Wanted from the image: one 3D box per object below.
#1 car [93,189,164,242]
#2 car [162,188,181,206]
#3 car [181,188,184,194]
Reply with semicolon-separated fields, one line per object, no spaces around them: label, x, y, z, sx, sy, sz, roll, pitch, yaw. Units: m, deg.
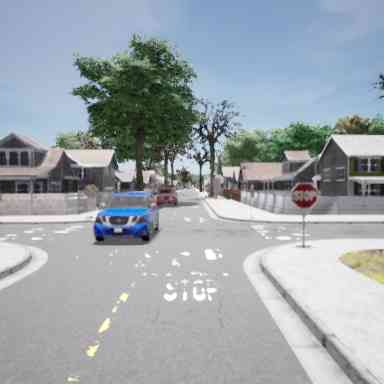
car;-2.744;1.022;15.125;2.150;2.045;5.566;0;1;0
car;-2.737;0.554;38.189;2.150;2.045;5.566;0;1;0
car;-2.726;-0.109;73.135;2.097;1.767;4.553;0;1;0
